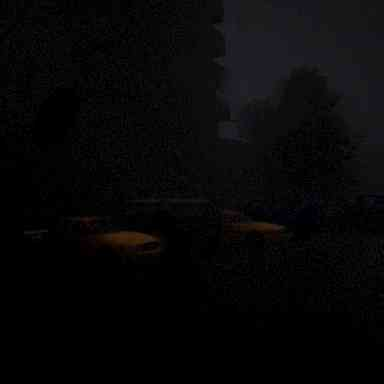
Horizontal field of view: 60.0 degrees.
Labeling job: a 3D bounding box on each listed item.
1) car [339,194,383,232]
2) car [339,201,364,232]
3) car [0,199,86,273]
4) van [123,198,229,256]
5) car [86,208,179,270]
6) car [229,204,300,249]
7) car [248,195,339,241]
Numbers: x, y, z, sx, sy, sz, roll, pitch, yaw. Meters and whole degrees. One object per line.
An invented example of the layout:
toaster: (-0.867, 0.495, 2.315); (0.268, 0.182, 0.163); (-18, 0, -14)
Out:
car: (8.792, 1.169, 19.858); (5.566, 2.045, 2.435); (-1, 0, 35)
car: (6.353, 1.430, 18.106); (4.892, 1.521, 2.231); (-1, 0, 35)
car: (-5.869, 1.245, 9.415); (5.566, 2.045, 2.435); (-1, 0, 35)
van: (-1.070, 1.236, 12.948); (4.442, 1.987, 1.878); (-1, 0, 35)
car: (-3.252, 1.469, 11.034); (5.366, 1.575, 1.946); (-1, -1, 35)
car: (1.621, 1.443, 14.523); (5.366, 1.575, 1.946); (-1, -1, 35)
car: (3.876, 1.188, 16.386); (5.566, 2.045, 2.435); (-1, 0, 35)
